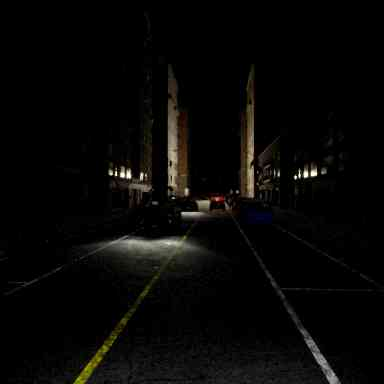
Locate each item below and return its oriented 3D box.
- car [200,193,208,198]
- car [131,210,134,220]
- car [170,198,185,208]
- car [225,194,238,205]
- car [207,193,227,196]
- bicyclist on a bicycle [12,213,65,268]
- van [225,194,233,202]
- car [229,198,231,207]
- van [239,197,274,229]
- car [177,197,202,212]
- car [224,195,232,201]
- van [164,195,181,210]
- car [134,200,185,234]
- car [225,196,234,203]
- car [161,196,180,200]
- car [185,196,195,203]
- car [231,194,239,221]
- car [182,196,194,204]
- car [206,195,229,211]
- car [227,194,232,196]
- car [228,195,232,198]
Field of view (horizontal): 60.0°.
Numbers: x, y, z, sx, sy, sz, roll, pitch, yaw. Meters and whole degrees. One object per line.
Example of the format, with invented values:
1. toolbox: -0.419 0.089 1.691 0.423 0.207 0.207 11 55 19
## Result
1. car: 2.944 1.277 79.072 1.882 1.535 5.008 0 0 4
2. car: -3.854 1.590 27.778 1.802 1.307 4.206 1 0 4
3. car: -2.117 1.603 50.403 1.802 1.307 4.206 1 0 4
4. car: 7.255 1.342 61.059 2.192 1.841 5.009 1 0 4
5. car: 3.871 1.243 50.672 2.150 2.045 5.566 0 0 4
6. bicyclist on a bicycle: -4.546 1.455 9.816 1.656 1.620 0.582 0 0 4
7. van: 8.558 1.376 78.029 1.690 1.788 3.998 1 0 4
8. car: 5.514 1.596 38.431 1.802 1.307 4.206 1 0 4
9. van: 4.214 1.347 21.462 1.690 1.788 3.998 1 0 4
10. car: -0.270 1.578 38.523 1.994 1.385 4.181 0 0 4
11. car: 9.004 1.562 83.855 1.752 1.417 4.829 1 0 4
12. van: -2.549 1.358 44.747 1.690 1.788 3.998 1 0 4
13. car: -1.726 1.483 19.480 1.882 1.535 5.008 0 0 4
14. car: 8.135 1.558 72.541 1.752 1.417 4.829 1 0 4
15. car: -2.984 1.454 39.090 1.967 1.590 4.097 1 0 4
16. car: -0.379 1.577 73.028 1.887 1.381 4.507 1 0 4
17. car: 4.648 1.324 27.118 2.192 1.841 5.009 1 0 4
18. car: -0.814 1.596 67.372 1.947 1.339 4.313 1 0 4
19. car: 3.112 1.507 40.783 2.128 1.511 4.902 0 0 4
20. car: 6.831 1.550 55.571 1.752 1.417 4.829 1 0 4
21. car: 6.383 1.587 49.745 1.947 1.339 4.313 1 0 4
